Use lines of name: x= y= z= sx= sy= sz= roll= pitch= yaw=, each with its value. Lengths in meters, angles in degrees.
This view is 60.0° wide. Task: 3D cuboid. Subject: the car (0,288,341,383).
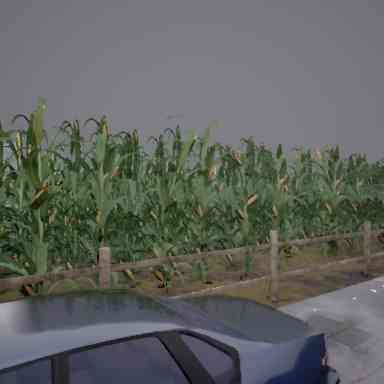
car: x=-1.194 y=1.547 z=2.221 sx=5.357 sy=1.411 sz=2.033 roll=0 pitch=0 yaw=-35
